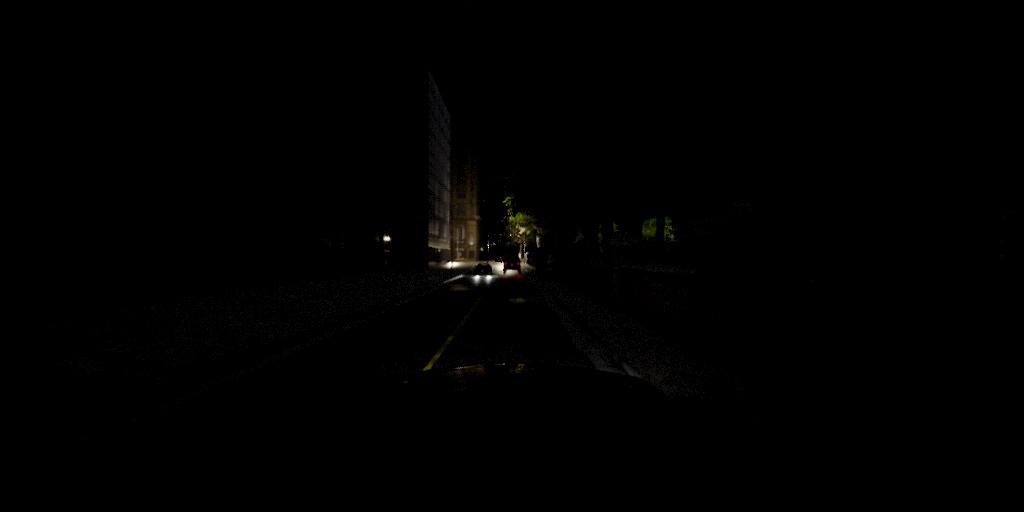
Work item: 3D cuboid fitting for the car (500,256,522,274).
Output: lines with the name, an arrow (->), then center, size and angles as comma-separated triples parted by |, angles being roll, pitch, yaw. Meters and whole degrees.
car -> 0.025, 1.050, 43.264 | 2.150, 2.045, 5.566 | 0, 0, 1

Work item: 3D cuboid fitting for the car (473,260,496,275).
car -> -3.092, 1.380, 39.330 | 1.994, 1.385, 4.181 | 0, 0, 0

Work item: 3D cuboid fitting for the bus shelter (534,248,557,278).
bus shelter -> 3.130, 0.676, 32.252 | 1.920, 2.740, 3.880 | 0, 0, 0
